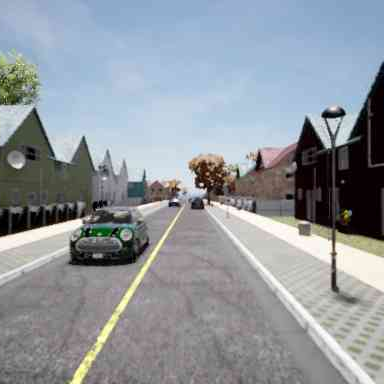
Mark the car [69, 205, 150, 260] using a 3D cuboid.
[{"bbox_3d":[-2.854,1.349,12.340,2.097,1.767,4.553,0,0,0],"label":"car"}]

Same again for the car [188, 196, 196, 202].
[{"bbox_3d":[-0.027,1.778,80.664,2.033,1.411,5.357,0,-1,0],"label":"car"}]

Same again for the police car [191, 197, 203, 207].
[{"bbox_3d":[0.805,1.619,57.542,1.930,1.638,5.238,0,0,0],"label":"police car"}]

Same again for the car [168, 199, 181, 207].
[{"bbox_3d":[-2.824,1.773,53.984,1.895,1.301,4.718,0,0,1],"label":"car"}]

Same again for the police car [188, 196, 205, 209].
[{"bbox_3d":[0.809,1.558,47.542,1.930,1.638,5.238,0,0,0],"label":"police car"}]

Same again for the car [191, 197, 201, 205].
[{"bbox_3d":[0.803,1.687,63.622,1.801,1.575,5.366,0,0,0],"label":"car"}]
